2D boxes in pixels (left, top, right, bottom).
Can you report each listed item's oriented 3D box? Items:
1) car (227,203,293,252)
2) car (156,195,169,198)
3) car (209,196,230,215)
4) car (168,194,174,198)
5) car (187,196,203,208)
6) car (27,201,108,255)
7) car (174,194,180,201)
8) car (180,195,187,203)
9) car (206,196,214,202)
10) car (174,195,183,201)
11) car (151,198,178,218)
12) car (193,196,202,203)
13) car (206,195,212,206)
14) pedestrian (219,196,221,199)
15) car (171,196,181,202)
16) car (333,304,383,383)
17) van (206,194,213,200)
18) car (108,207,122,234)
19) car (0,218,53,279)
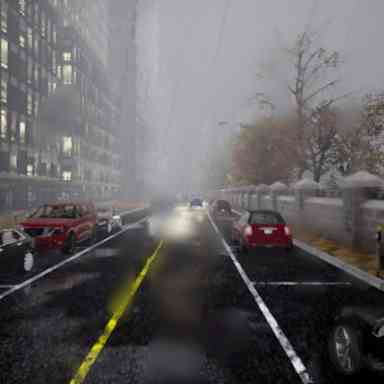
[{"bbox_3d":[2.766,1.448,13.893,1.967,1.590,4.097,0,0,1],"label":"car"},{"bbox_3d":[-4.740,1.572,47.295,1.887,1.381,4.507,0,0,1],"label":"car"},{"bbox_3d":[3.067,1.526,34.754,1.837,1.490,4.892,0,0,1],"label":"car"},{"bbox_3d":[-4.600,1.346,52.920,2.192,1.841,5.009,0,0,1],"label":"car"},{"bbox_3d":[0.617,1.555,48.566,1.812,1.442,4.674,0,0,2],"label":"car"},{"bbox_3d":[-5.262,1.321,13.526,2.192,1.841,5.009,0,0,0],"label":"car"},{"bbox_3d":[-4.226,1.358,69.792,2.192,1.841,5.009,0,0,2],"label":"car"},{"bbox_3d":[-1.402,1.535,72.888,1.837,1.490,4.892,0,0,2],"label":"car"},{"bbox_3d":[4.398,1.619,81.581,1.947,1.339,4.313,0,0,2],"label":"car"},{"bbox_3d":[-3.566,1.605,86.645,2.008,1.369,4.403,0,0,2],"label":"car"},{"bbox_3d":[-2.591,1.543,30.672,1.812,1.442,4.674,0,0,1],"label":"car"},{"bbox_3d":[1.187,1.605,68.531,1.895,1.301,4.718,0,0,2],"label":"car"},{"bbox_3d":[3.441,1.578,53.393,1.887,1.381,4.507,0,0,2],"label":"car"},{"bbox_3d":[3.121,1.317,37.692,0.375,1.860,0.375,0,0,1],"label":"pedestrian"},{"bbox_3d":[-3.802,1.601,81.029,2.008,1.369,4.403,0,0,2],"label":"car"},{"bbox_3d":[2.711,1.568,2.603,1.947,1.339,4.313,0,0,0],"label":"car"},{"bbox_3d":[4.876,1.402,92.820,1.690,1.788,3.998,0,0,2],"label":"van"},{"bbox_3d":[-5.214,1.560,19.161,2.008,1.369,4.403,0,0,0],"label":"car"},{"bbox_3d":[-5.297,1.554,7.896,2.008,1.369,4.403,0,0,0],"label":"car"}]
